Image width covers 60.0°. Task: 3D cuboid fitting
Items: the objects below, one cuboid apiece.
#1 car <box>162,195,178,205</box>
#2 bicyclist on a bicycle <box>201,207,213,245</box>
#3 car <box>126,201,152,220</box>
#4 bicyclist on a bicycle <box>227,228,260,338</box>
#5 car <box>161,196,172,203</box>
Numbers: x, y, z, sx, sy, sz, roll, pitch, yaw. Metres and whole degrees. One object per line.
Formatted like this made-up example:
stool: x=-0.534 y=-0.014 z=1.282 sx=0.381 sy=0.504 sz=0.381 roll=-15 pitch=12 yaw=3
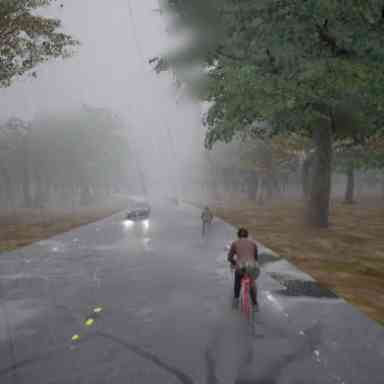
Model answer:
car: x=-3.821 y=1.388 z=60.779 sx=2.097 sy=1.767 sz=4.553 roll=0 pitch=0 yaw=-8
bicyclist on a bicycle: x=0.682 y=1.478 z=14.758 sx=0.582 sy=1.620 sz=1.656 roll=0 pitch=0 yaw=-2
car: x=-4.571 y=1.555 z=29.105 sx=1.837 sy=1.490 sz=4.892 roll=0 pitch=0 yaw=-4
bicyclist on a bicycle: x=0.896 y=1.465 z=5.710 sx=0.582 sy=1.620 sz=1.656 roll=0 pitch=0 yaw=-1
car: x=-5.693 y=1.614 z=73.837 sx=1.895 sy=1.301 sz=4.718 roll=0 pitch=0 yaw=-9
